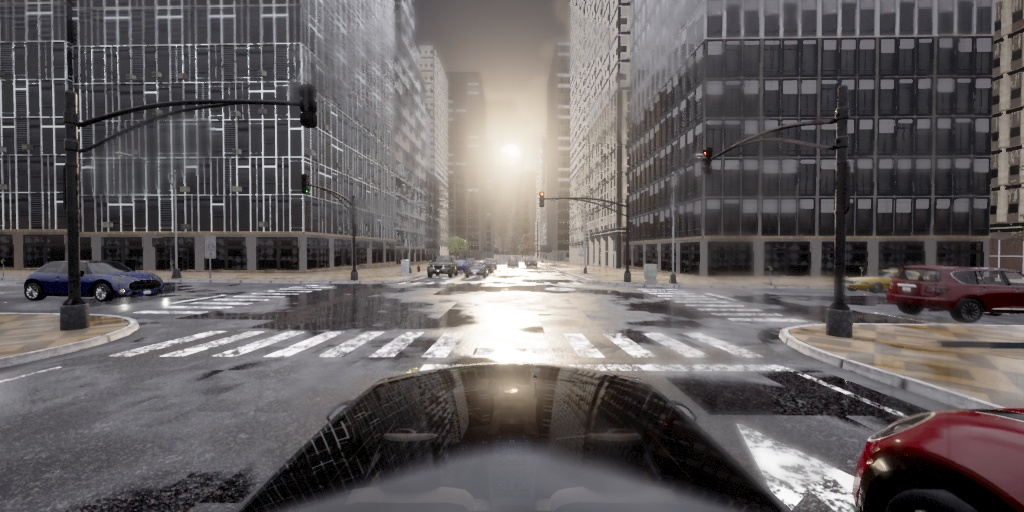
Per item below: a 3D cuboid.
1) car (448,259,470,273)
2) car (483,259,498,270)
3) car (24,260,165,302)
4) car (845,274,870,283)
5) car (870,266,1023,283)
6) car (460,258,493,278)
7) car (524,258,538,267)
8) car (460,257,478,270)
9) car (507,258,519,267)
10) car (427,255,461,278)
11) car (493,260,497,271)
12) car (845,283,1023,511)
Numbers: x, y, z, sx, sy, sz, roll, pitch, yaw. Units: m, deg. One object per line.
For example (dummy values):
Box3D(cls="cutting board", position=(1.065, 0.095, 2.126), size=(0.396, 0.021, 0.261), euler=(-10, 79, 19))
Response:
Box3D(cls="car", position=(-6.464, 1.201, 44.148), size=(1.882, 1.535, 5.008), euler=(0, 0, 0))
Box3D(cls="car", position=(-3.176, 1.261, 53.925), size=(2.033, 1.411, 5.357), euler=(0, 0, 0))
Box3D(cls="car", position=(-18.151, 0.971, 15.742), size=(4.553, 1.767, 2.097), euler=(1, 1, 3))
Box3D(cls="car", position=(21.862, 1.409, 20.791), size=(4.829, 1.417, 1.751), euler=(0, 0, 1))
Box3D(cls="car", position=(16.224, 1.281, 12.525), size=(5.009, 1.841, 2.192), euler=(0, 0, 1))
Box3D(cls="car", position=(-3.246, 1.224, 33.941), size=(2.128, 1.511, 4.902), euler=(0, 0, 1))
Box3D(cls="car", position=(3.449, 1.303, 63.380), size=(1.895, 1.301, 4.718), euler=(0, 0, 0))
Box3D(cls="car", position=(-6.423, 1.065, 53.816), size=(2.097, 1.767, 4.553), euler=(0, 0, 0))
Box3D(cls="car", position=(0.199, 1.267, 63.362), size=(1.994, 1.385, 4.181), euler=(0, 0, 0))
Box3D(cls="car", position=(-6.487, 0.954, 34.183), size=(2.150, 2.045, 5.566), euler=(0, 0, 0))
Box3D(cls="car", position=(-3.218, 1.325, 43.222), size=(1.895, 1.301, 4.718), euler=(0, 0, 0))
Box3D(cls="car", position=(3.253, 1.103, 0.410), size=(2.097, 1.767, 4.553), euler=(0, 0, 0))
